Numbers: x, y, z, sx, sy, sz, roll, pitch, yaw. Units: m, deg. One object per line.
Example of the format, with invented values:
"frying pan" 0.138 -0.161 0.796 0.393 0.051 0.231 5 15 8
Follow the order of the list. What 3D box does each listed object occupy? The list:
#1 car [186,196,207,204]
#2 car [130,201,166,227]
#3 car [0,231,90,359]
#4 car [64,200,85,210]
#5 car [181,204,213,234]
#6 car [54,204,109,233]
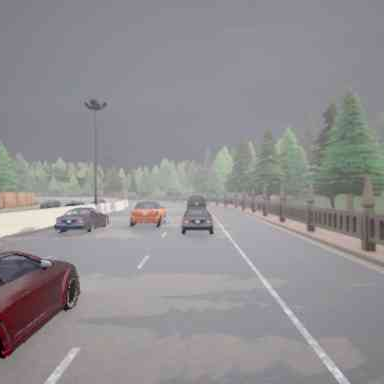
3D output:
"car" 0.481 1.438 37.766 2.150 2.045 5.566 0 0 0
"car" -3.132 1.500 24.478 2.097 1.767 4.553 0 0 1
"car" -3.328 1.602 5.252 1.994 1.385 4.181 0 0 1
"car" -17.512 1.924 49.891 1.895 1.301 4.718 0 0 -5
"car" 0.324 1.663 20.228 2.033 1.411 5.357 0 0 1
"car" -6.670 1.680 20.635 2.033 1.411 5.357 0 0 1
